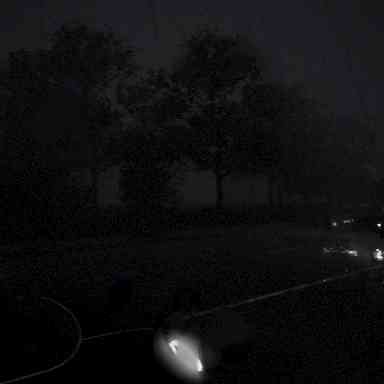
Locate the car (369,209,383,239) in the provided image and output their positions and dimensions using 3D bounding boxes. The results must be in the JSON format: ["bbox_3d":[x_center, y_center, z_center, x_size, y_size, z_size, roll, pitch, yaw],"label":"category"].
[{"bbox_3d":[10.795,1.598,15.988,4.718,1.301,1.895,0,0,-35],"label":"car"}]

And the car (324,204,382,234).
[{"bbox_3d":[9.745,1.502,19.537,4.892,1.490,1.837,0,0,-35],"label":"car"}]

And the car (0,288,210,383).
[{"bbox_3d":[-2.031,1.352,2.300,4.553,1.767,2.097,0,0,-35],"label":"car"}]
